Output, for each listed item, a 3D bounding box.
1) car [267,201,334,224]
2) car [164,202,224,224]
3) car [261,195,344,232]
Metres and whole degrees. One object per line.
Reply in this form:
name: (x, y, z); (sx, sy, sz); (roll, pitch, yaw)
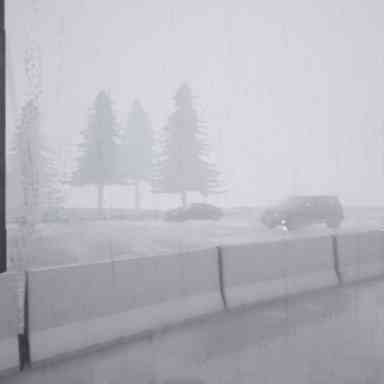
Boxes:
car: (8.188, 1.505, 25.013); (4.892, 1.490, 1.837); (0, 0, -27)
car: (0.199, 1.497, 24.604); (4.674, 1.442, 1.812); (0, 0, -30)
car: (6.836, 1.221, 20.358); (5.566, 2.045, 2.150); (0, 0, -28)
